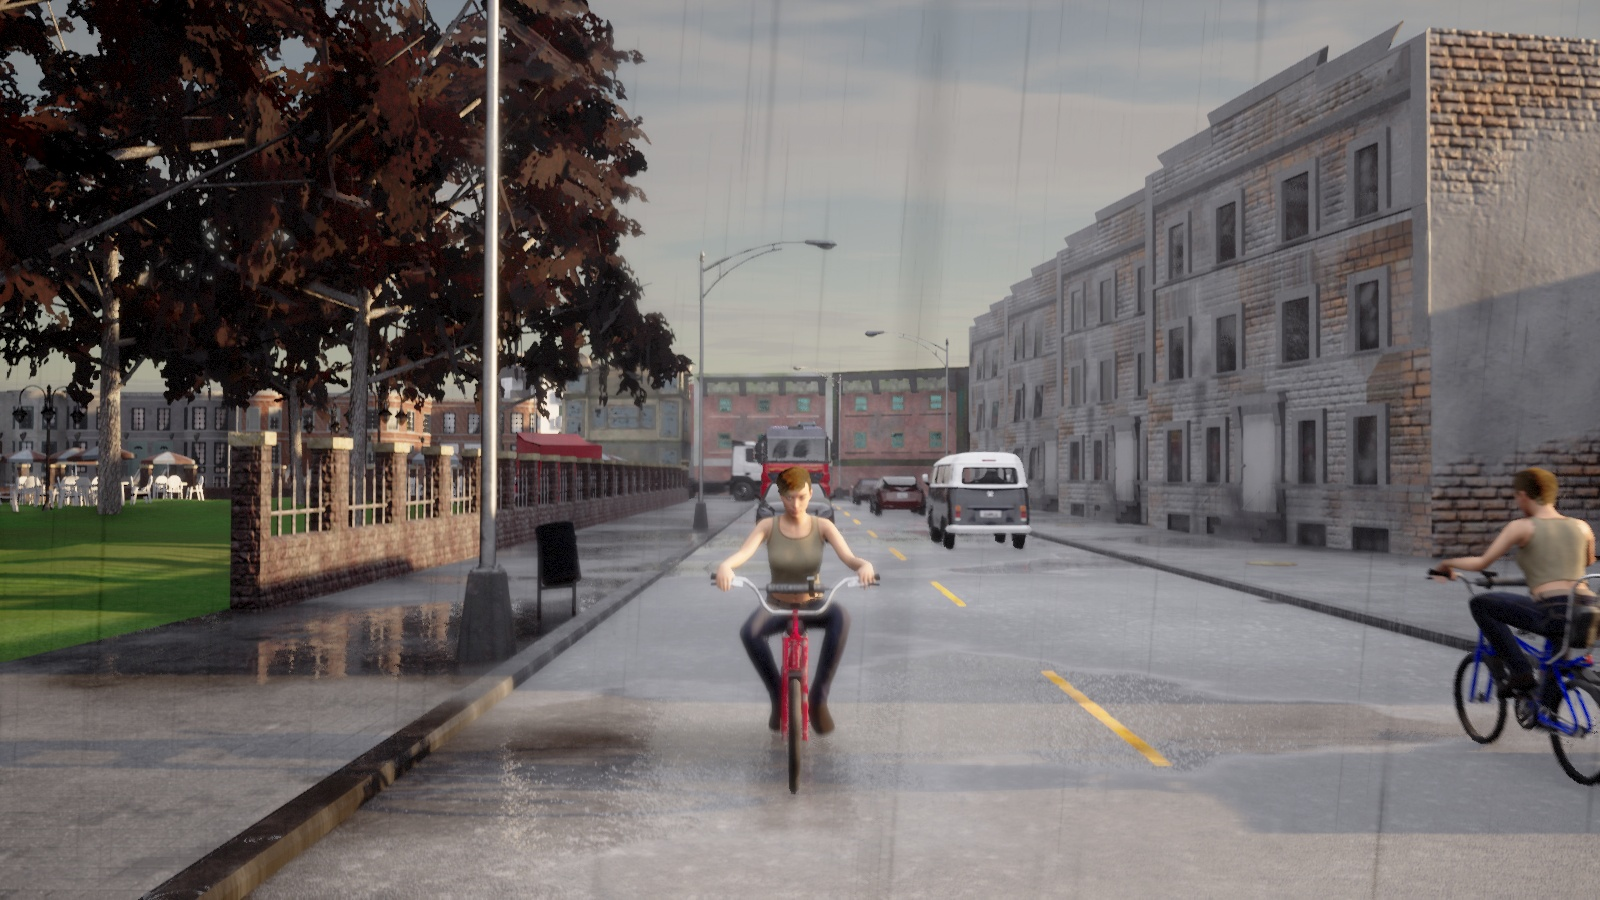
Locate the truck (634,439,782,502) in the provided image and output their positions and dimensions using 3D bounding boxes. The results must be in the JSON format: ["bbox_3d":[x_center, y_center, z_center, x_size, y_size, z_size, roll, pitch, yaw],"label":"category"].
[{"bbox_3d":[-5.176,1.202,71.447,7.936,3.462,2.891,0,-1,9],"label":"truck"}]

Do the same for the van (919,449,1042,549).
[{"bbox_3d":[3.908,1.053,27.984,2.069,2.038,4.480,0,-1,0],"label":"van"}]

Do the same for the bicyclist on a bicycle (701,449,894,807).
[{"bbox_3d":[-0.018,0.872,6.466,0.866,1.612,1.509,0,-6,0],"label":"bicyclist on a bicycle"}]

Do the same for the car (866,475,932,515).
[{"bbox_3d":[3.819,1.730,49.258,2.163,1.488,4.792,0,-1,0],"label":"car"}]

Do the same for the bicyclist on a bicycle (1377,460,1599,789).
[{"bbox_3d":[3.974,0.869,6.930,0.866,1.612,1.509,0,-1,0],"label":"bicyclist on a bicycle"}]

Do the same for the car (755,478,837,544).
[{"bbox_3d":[-0.101,1.416,30.373,1.812,1.442,4.674,0,-1,0],"label":"car"}]

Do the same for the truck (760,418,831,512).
[{"bbox_3d":[-0.157,0.697,55.417,2.891,3.827,8.468,0,-1,0],"label":"truck"}]

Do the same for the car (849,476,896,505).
[{"bbox_3d":[3.721,2.079,65.205,2.033,1.411,5.357,0,-1,-1],"label":"car"}]
